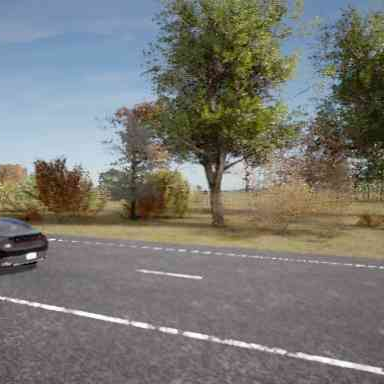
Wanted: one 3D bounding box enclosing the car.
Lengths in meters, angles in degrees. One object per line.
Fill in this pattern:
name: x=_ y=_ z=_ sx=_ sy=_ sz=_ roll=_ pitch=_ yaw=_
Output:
car: x=-6.618 y=1.508 z=10.141 sx=4.892 sy=1.490 sz=1.837 roll=0 pitch=-1 yaw=24
